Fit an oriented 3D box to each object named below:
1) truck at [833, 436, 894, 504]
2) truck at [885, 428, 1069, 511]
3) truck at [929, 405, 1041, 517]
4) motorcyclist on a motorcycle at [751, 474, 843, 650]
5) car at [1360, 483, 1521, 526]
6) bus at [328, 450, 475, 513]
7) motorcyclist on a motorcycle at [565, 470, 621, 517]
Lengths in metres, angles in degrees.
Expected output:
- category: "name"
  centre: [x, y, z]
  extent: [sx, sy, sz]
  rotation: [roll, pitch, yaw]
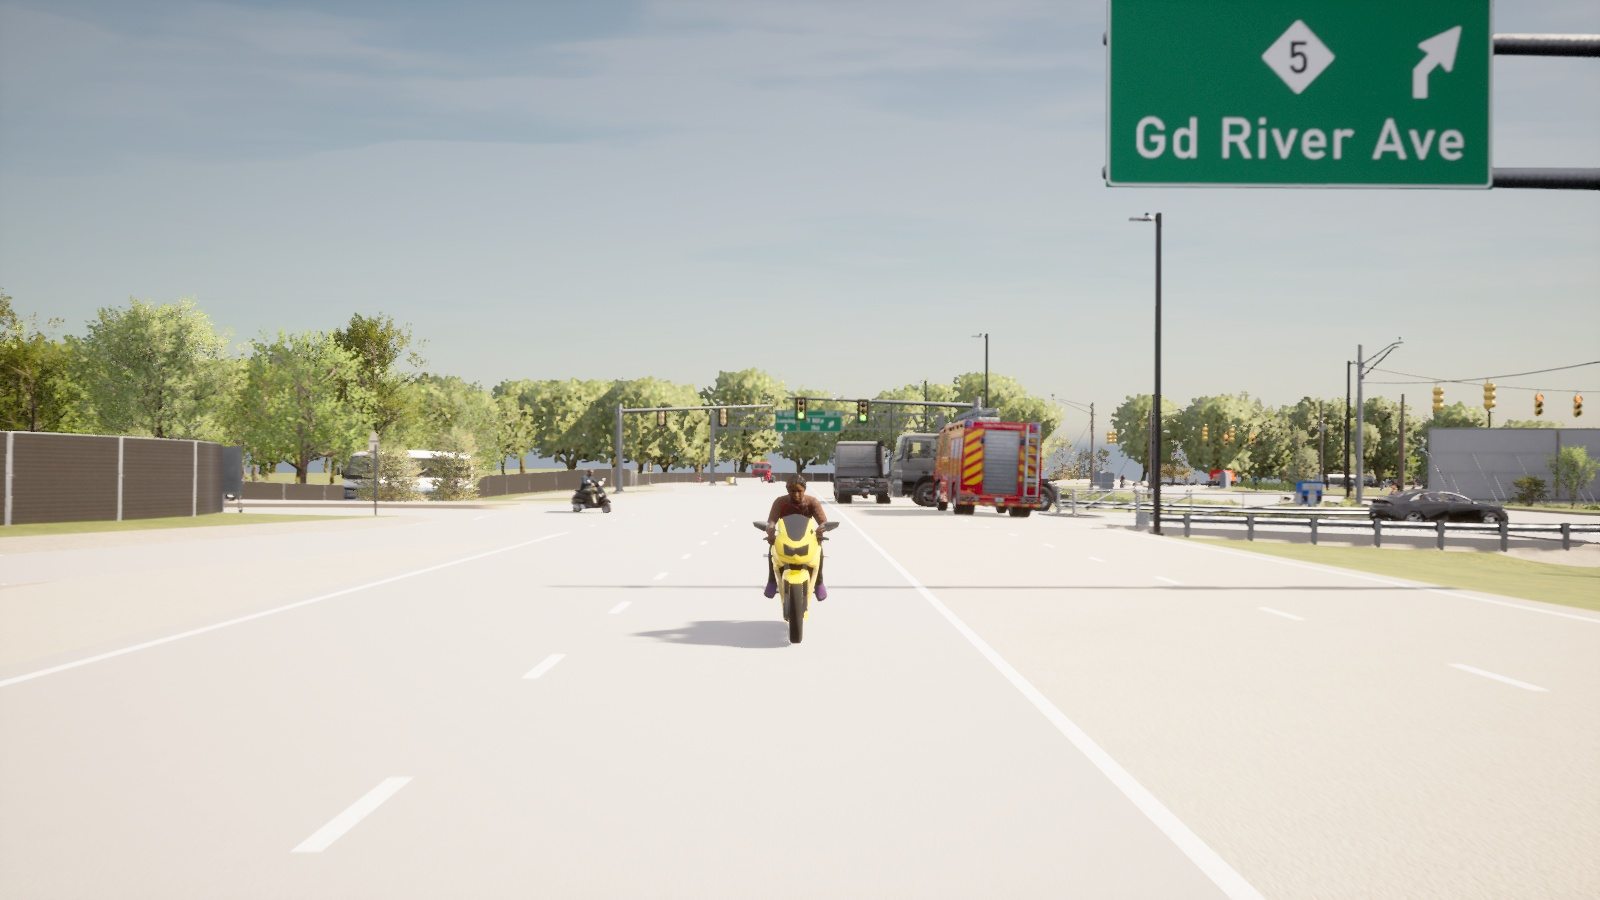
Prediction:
- category: "truck"
  centre: [3.335, 1.090, 67.845]
  extent: [2.891, 3.462, 7.936]
  rotation: [0, -1, 0]
- category: "truck"
  centre: [8.071, 0.914, 57.825]
  extent: [7.936, 3.462, 2.891]
  rotation: [2, -1, -2]
- category: "truck"
  centre: [6.911, 0.478, 48.149]
  extent: [2.891, 3.827, 8.468]
  rotation: [2, -1, 0]
- category: "motorcyclist on a motorcycle"
  centre: [-0.029, 0.993, 11.967]
  extent: [0.797, 1.523, 2.044]
  rotation: [0, -1, 0]
- category: "car"
  centre: [23.680, 1.995, 46.560]
  extent: [4.902, 1.511, 2.128]
  rotation: [0, -1, -2]
- category: "bus"
  centre: [-28.368, 2.333, 90.066]
  extent: [3.944, 4.253, 10.273]
  rotation: [-1, -2, 27]
- category: "motorcyclist on a motorcycle"
  centre: [-7.377, 1.524, 44.686]
  extent: [1.817, 1.590, 0.866]
  rotation: [0, 1, 30]
